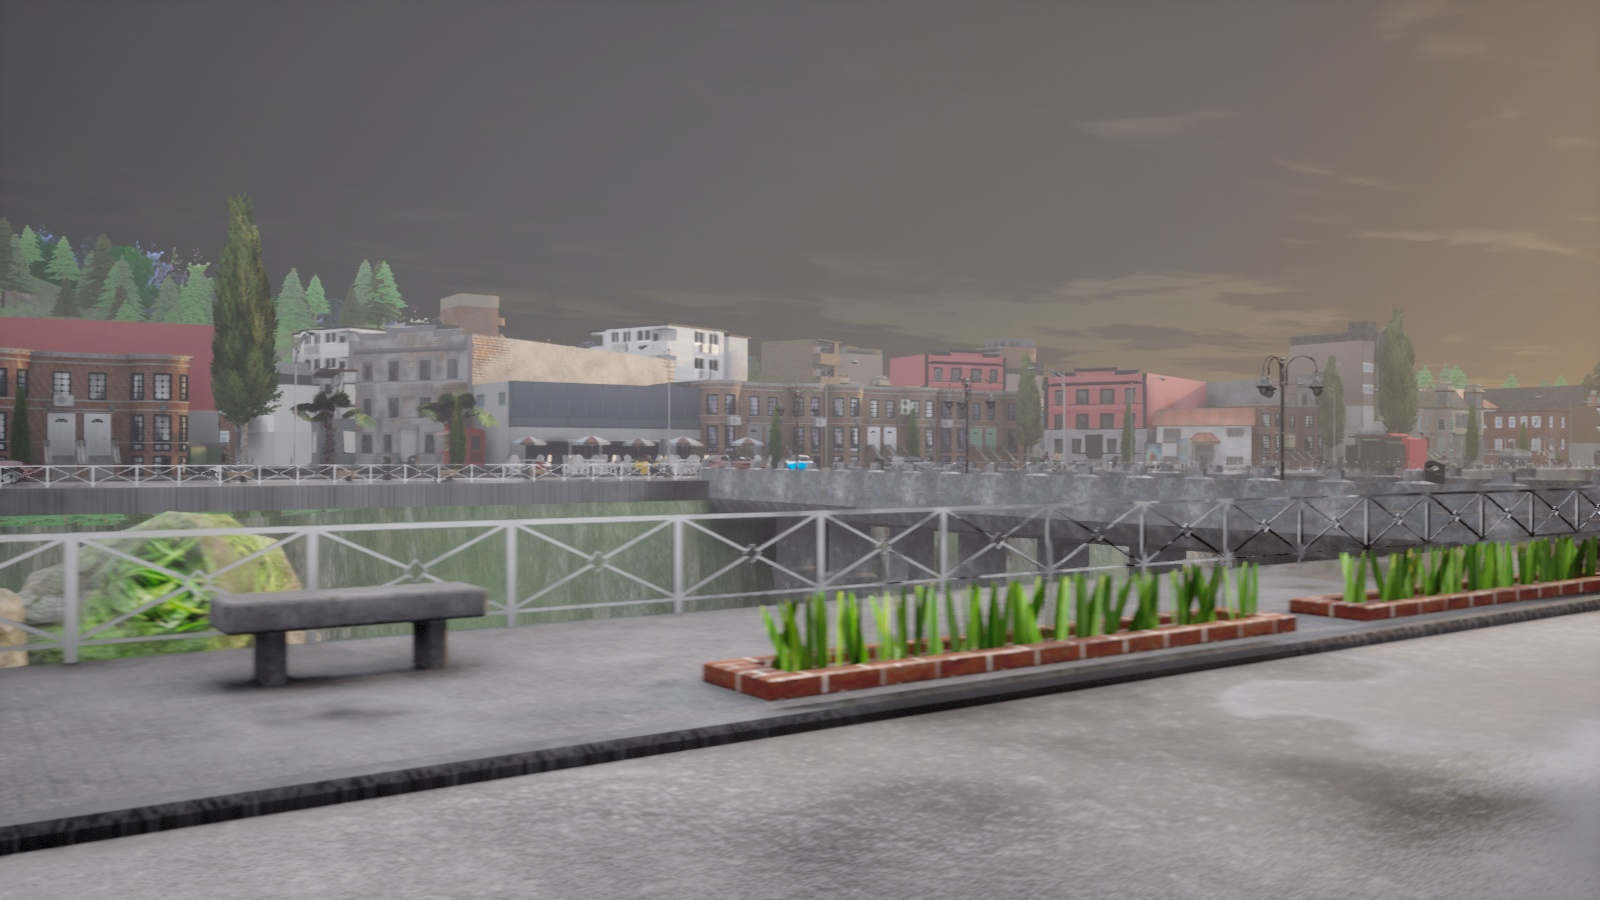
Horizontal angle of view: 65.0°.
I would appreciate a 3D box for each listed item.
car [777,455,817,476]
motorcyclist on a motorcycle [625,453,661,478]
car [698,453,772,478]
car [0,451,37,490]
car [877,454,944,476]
[{"bbox_3d":[-0.219,1.007,84.166,2.207,1.376,1.481,0,0,-35],"label":"car"},{"bbox_3d":[-9.693,0.938,77.562,2.044,1.523,0.797,0,0,-35],"label":"motorcyclist on a motorcycle"},{"bbox_3d":[-3.953,0.955,76.688,4.193,1.474,1.816,0,0,-35],"label":"car"},{"bbox_3d":[-35.963,0.884,54.372,4.856,1.649,2.033,0,0,-35],"label":"car"},{"bbox_3d":[7.432,1.001,84.624,4.181,1.385,1.994,0,0,-35],"label":"car"}]
